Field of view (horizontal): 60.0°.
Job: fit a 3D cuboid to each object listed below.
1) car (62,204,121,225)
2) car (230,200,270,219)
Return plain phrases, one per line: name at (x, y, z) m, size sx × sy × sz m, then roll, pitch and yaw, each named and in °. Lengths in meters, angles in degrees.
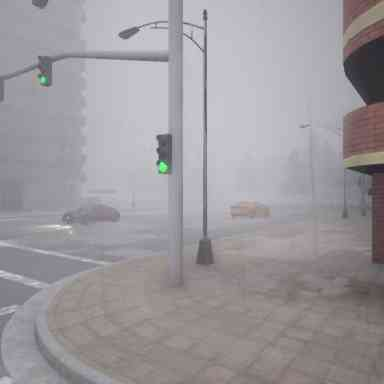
car at (-7.213, 1.564, 24.116) m, size 1.994 × 1.385 × 4.181 m, roll 0°, pitch 0°, yaw 36°
car at (5.132, 1.478, 28.964) m, size 1.882 × 1.535 × 5.008 m, roll 0°, pitch 0°, yaw 36°
